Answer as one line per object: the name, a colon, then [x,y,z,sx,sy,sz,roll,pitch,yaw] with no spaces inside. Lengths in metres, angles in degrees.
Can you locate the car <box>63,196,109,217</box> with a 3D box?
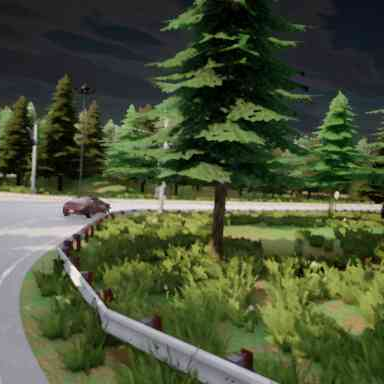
car: [-7.594,0.985,24.186,1.812,1.442,4.674,4,3,8]
